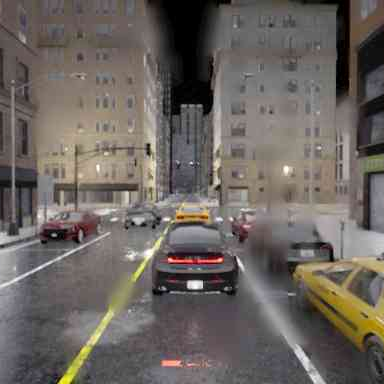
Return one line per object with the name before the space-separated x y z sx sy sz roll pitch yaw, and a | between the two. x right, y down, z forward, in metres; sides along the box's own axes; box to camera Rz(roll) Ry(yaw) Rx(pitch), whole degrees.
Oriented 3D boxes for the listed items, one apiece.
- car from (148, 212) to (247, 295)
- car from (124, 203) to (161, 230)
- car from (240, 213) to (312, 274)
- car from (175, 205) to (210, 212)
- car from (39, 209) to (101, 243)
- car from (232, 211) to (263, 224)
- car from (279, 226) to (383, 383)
car | 0.069 1.498 8.687 1.837 1.490 4.892 0 0 0
car | -2.996 1.474 21.020 2.128 1.511 4.902 0 0 0
car | 2.870 1.557 10.342 1.947 1.339 4.313 -1 0 0
car | 0.040 1.462 19.114 1.882 1.535 5.008 0 0 0
car | -5.673 1.531 15.928 1.887 1.381 4.507 -1 0 0
car | 2.873 1.568 15.928 1.802 1.307 4.206 -1 0 0
car | 2.867 1.521 4.926 1.752 1.417 4.829 -1 0 0
